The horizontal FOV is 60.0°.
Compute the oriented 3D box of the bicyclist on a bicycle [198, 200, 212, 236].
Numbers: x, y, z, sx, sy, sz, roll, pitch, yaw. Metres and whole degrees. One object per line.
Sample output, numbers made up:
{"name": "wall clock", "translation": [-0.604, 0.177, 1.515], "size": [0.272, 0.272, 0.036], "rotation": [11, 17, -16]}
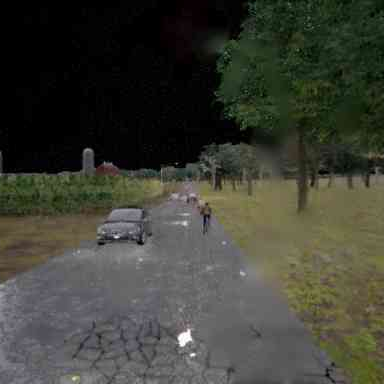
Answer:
{"name": "bicyclist on a bicycle", "translation": [0.755, 1.363, 16.917], "size": [0.582, 1.620, 1.656], "rotation": [0, 0, 0]}

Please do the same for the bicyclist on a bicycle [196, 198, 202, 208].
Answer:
{"name": "bicyclist on a bicycle", "translation": [0.724, 1.265, 27.722], "size": [0.866, 1.612, 1.509], "rotation": [0, 0, 0]}

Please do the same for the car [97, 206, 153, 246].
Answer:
{"name": "car", "translation": [-2.850, 1.430, 14.988], "size": [1.837, 1.490, 4.892], "rotation": [0, 0, 0]}

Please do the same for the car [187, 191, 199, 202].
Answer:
{"name": "car", "translation": [0.091, 0.986, 56.713], "size": [1.812, 1.442, 4.674], "rotation": [0, 1, 0]}

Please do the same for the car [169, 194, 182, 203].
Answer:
{"name": "car", "translation": [-2.815, 1.007, 55.658], "size": [1.812, 1.442, 4.674], "rotation": [0, 1, 0]}

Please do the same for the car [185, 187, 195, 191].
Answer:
{"name": "car", "translation": [-0.004, 0.396, 74.026], "size": [2.097, 1.767, 4.553], "rotation": [0, 1, 0]}
